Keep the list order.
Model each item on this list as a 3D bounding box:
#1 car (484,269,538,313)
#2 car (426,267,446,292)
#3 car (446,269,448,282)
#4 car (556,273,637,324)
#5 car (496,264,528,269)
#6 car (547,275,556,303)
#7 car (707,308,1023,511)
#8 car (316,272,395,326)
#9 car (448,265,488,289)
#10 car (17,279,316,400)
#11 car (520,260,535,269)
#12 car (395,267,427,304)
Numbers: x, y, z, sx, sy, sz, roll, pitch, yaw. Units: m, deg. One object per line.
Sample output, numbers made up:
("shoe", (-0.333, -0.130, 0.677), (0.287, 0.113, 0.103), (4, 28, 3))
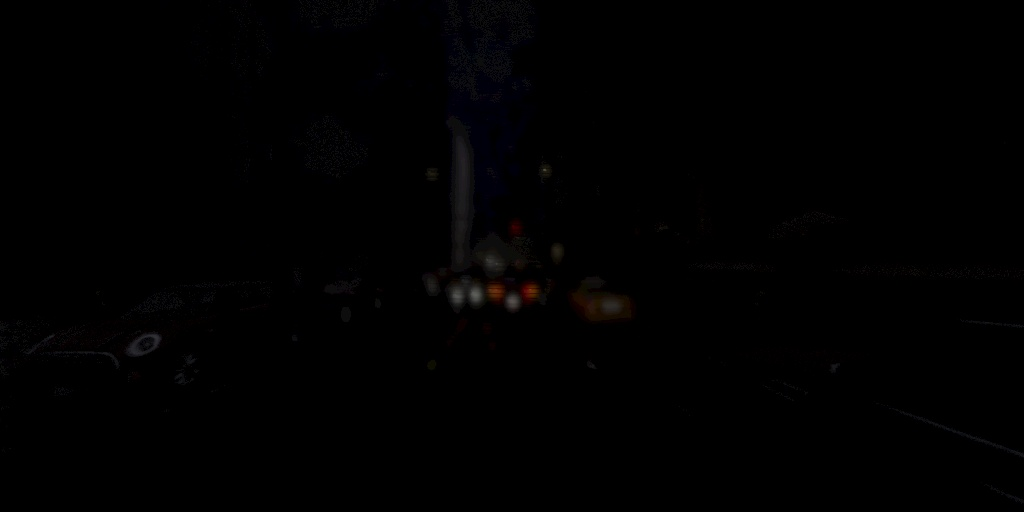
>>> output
("car", (0.052, 1.412, 14.655), (1.812, 1.442, 4.674), (0, -1, 1))
("car", (-5.760, 1.414, 22.960), (1.967, 1.591, 4.097), (0, 0, 0))
("car", (-5.759, 1.558, 28.247), (1.751, 1.417, 4.829), (0, 0, 0))
("car", (2.764, 1.384, 12.218), (1.751, 1.417, 4.829), (0, 0, 0))
("car", (0.021, 1.513, 26.216), (1.837, 1.490, 4.892), (0, -1, 0))
("car", (2.765, 1.482, 17.504), (1.948, 1.339, 4.313), (0, 0, 0))
("car", (2.763, 1.059, 1.136), (2.192, 1.841, 5.009), (0, 0, 0))
("car", (-5.761, 1.409, 12.047), (2.007, 1.370, 4.403), (0, 0, 0))
("car", (-3.047, 1.568, 25.686), (1.994, 1.385, 4.181), (0, -1, 0))
("car", (-5.762, 1.241, 6.590), (1.967, 1.591, 4.097), (0, 0, 0))
("car", (2.771, 1.819, 60.384), (1.967, 1.591, 4.097), (0, 0, 0))
("car", (-5.760, 1.461, 17.504), (1.888, 1.381, 4.507), (0, 0, 0))
